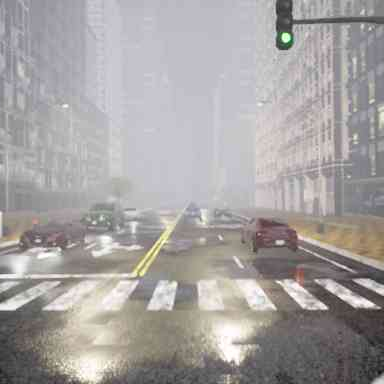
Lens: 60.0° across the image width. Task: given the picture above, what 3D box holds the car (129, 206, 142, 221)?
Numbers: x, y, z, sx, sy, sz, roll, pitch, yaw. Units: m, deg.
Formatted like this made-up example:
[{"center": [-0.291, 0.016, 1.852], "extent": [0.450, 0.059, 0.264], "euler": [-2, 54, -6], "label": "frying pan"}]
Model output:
[{"center": [-6.512, 2.276, 35.387], "extent": [1.812, 1.442, 4.674], "euler": [-1, -1, 0], "label": "car"}]

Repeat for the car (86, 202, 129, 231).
[{"center": [-6.589, 1.777, 25.255], "extent": [2.150, 2.045, 5.566], "euler": [-1, -1, 0], "label": "car"}]

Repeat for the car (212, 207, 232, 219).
[{"center": [3.342, 2.308, 37.970], "extent": [1.895, 1.301, 4.718], "euler": [-1, -1, 0], "label": "car"}]

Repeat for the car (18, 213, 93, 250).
[{"center": [-6.600, 1.944, 16.217], "extent": [1.994, 1.385, 4.181], "euler": [-1, -1, 0], "label": "car"}]

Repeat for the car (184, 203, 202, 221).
[{"center": [0.090, 2.231, 35.166], "extent": [2.033, 1.411, 5.357], "euler": [-1, -1, 0], "label": "car"}]

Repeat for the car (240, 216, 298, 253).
[{"center": [3.341, 1.788, 14.931], "extent": [1.812, 1.442, 4.674], "euler": [-1, -1, 0], "label": "car"}]
